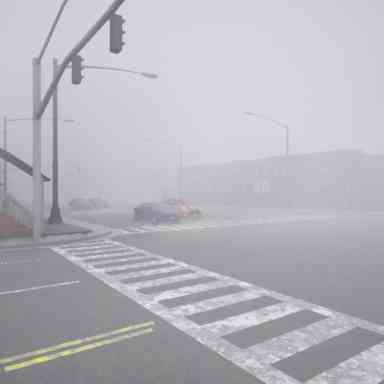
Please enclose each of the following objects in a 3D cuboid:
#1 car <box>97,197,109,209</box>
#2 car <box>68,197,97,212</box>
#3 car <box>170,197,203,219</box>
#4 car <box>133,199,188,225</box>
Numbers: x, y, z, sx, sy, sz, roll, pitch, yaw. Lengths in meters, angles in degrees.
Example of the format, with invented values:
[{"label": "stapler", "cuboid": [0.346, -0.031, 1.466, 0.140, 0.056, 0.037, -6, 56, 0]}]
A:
[{"label": "car", "cuboid": [-12.854, 1.491, 44.873, 2.128, 1.511, 4.902, 0, 0, -35]}, {"label": "car", "cuboid": [-13.350, 1.504, 39.533, 1.837, 1.490, 4.892, 0, 0, -35]}, {"label": "car", "cuboid": [-1.068, 1.352, 28.395, 2.097, 1.767, 4.553, 0, 0, -36]}, {"label": "car", "cuboid": [-2.634, 1.477, 24.283, 1.882, 1.535, 5.008, 0, 0, -33]}]
